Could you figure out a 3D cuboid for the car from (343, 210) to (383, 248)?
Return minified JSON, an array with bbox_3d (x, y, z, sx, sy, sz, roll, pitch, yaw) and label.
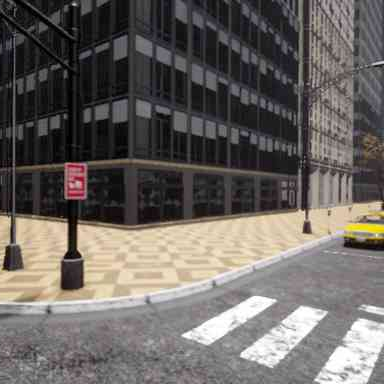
[{"bbox_3d":[8.024,1.521,14.836,1.752,1.417,4.829,1,0,38],"label":"car"}]
